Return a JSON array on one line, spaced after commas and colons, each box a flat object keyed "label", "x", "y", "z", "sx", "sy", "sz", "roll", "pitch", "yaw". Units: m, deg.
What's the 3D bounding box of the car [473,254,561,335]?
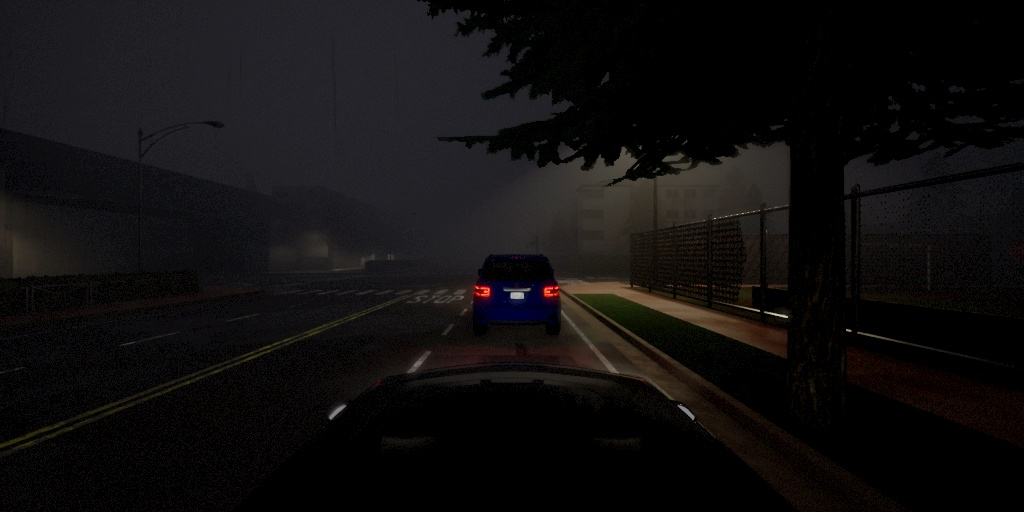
[{"label": "car", "x": 0.124, "y": 0.972, "z": 10.642, "sx": 2.150, "sy": 2.045, "sz": 5.566, "roll": 0, "pitch": 0, "yaw": 0}]

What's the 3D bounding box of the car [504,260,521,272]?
[{"label": "car", "x": 0.064, "y": 1.242, "z": 46.219, "sx": 2.128, "sy": 1.511, "sz": 4.902, "roll": 0, "pitch": 0, "yaw": -1}]
